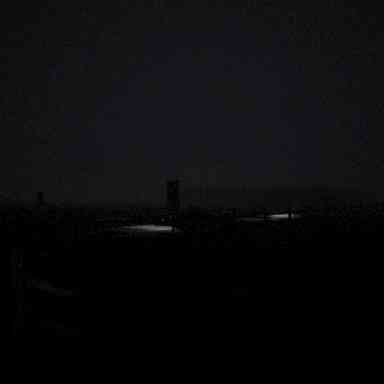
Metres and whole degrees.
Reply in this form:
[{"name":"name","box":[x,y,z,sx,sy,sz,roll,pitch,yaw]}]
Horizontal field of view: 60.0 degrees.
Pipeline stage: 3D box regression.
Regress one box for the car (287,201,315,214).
[{"name":"car","box":[13.289,1.888,40.546,2.128,1.511,4.902,0,-1,42]}]

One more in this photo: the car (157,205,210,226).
[{"name":"car","box":[-0.531,1.720,25.325,1.812,1.442,4.674,0,-1,42]}]
